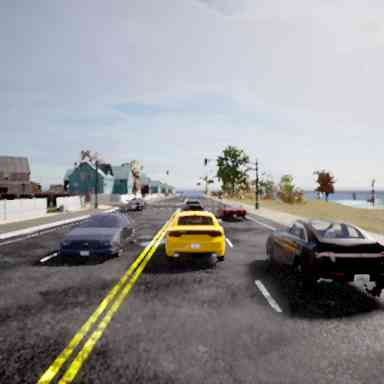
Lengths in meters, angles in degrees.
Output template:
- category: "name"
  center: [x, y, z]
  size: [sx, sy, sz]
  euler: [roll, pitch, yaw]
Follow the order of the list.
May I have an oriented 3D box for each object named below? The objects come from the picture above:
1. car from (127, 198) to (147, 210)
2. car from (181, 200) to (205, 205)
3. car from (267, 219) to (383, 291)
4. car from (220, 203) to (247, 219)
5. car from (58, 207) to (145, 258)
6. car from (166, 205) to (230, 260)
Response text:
- category: "car"
  center: [-6.482, 1.448, 39.669]
  size: [2.128, 1.511, 4.902]
  euler: [0, 0, 0]
- category: "car"
  center: [0.112, 1.462, 29.387]
  size: [1.837, 1.490, 4.892]
  euler: [0, 0, 0]
- category: "car"
  center: [3.352, 1.476, 8.980]
  size: [2.128, 1.511, 4.902]
  euler: [0, 0, 0]
- category: "car"
  center: [3.363, 1.559, 28.281]
  size: [1.895, 1.301, 4.718]
  euler: [0, 0, 0]
- category: "car"
  center: [-3.346, 1.526, 13.020]
  size: [2.033, 1.411, 5.357]
  euler: [0, 0, 0]
- category: "car"
  center: [0.105, 1.457, 12.388]
  size: [1.882, 1.535, 5.008]
  euler: [0, 0, 0]
